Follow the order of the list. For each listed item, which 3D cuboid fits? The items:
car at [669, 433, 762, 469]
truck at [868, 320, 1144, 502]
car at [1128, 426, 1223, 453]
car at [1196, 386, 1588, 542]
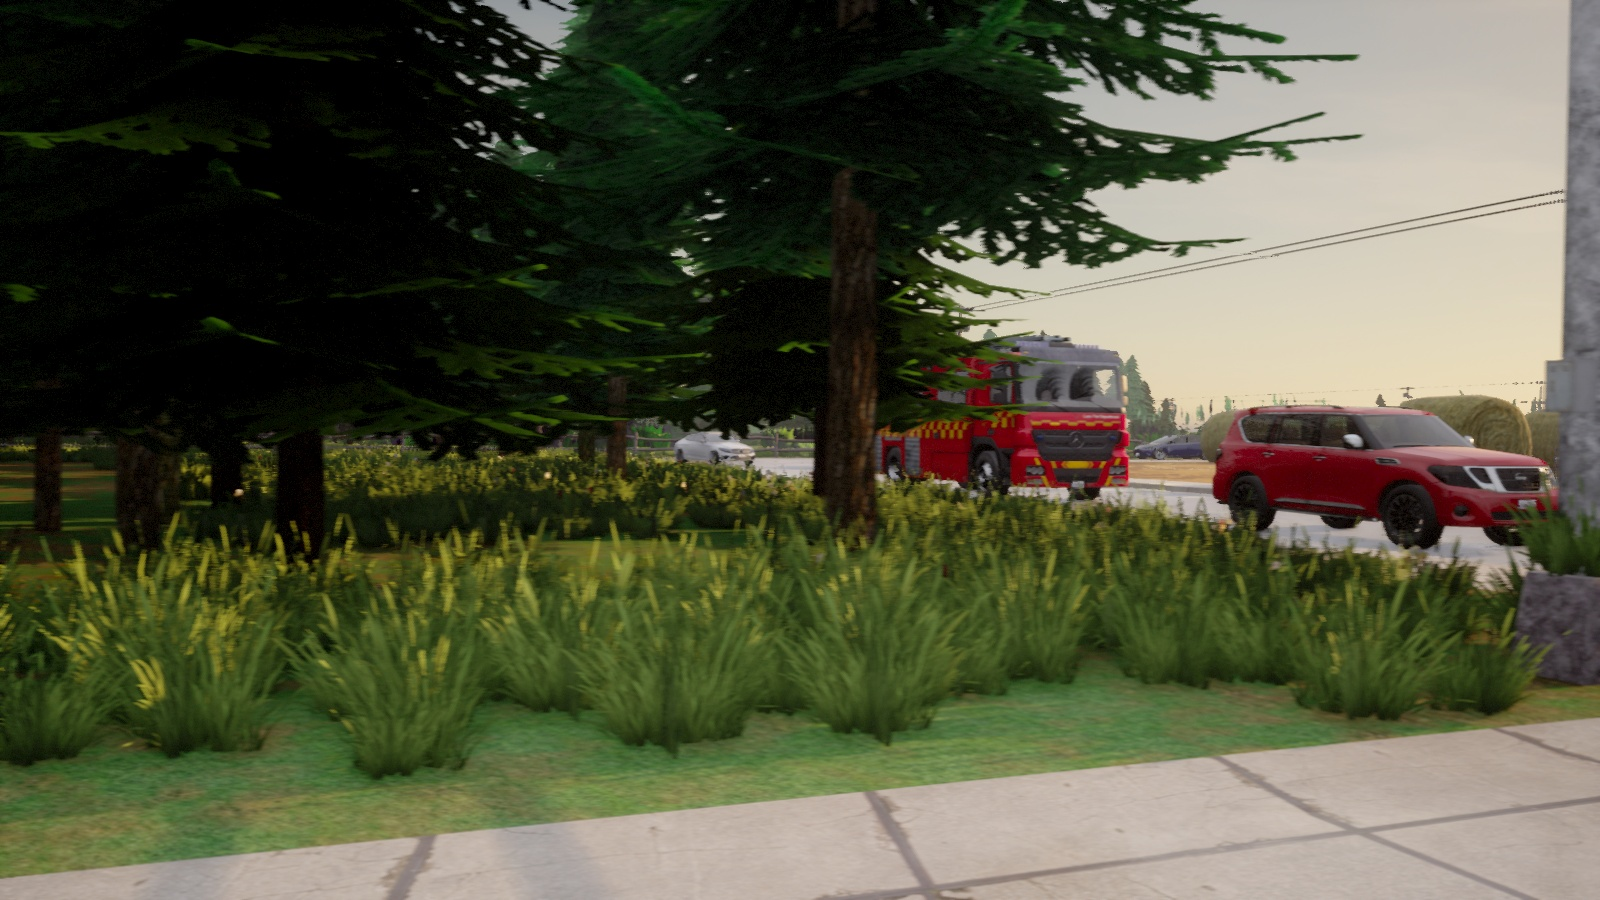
[{"bbox_3d":[-3.660,0.018,53.609,1.812,1.442,4.674,-1,1,-35],"label":"car"},{"bbox_3d":[4.677,-0.892,30.805,2.891,3.827,8.468,-1,1,-20],"label":"truck"},{"bbox_3d":[21.409,-0.609,71.727,4.792,1.488,2.163,-1,1,-17],"label":"car"},{"bbox_3d":[8.792,0.133,19.389,2.150,2.045,5.566,-1,1,-20],"label":"car"}]
